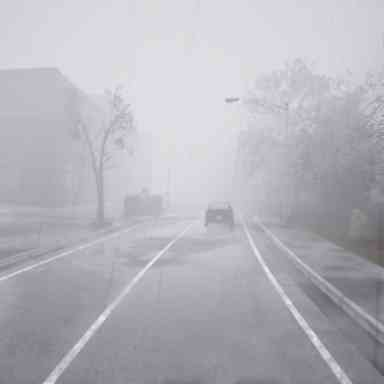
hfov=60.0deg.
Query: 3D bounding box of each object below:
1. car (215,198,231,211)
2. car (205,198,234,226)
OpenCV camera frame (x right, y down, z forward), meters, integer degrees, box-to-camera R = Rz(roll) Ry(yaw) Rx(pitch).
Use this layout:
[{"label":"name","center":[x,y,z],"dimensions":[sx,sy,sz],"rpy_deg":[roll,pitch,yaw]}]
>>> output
[{"label":"car","center":[3.929,1.527,41.377],"dimensions":[1.812,1.442,4.674],"rpy_deg":[0,0,6]},{"label":"car","center":[1.962,1.472,23.573],"dimensions":[1.882,1.535,5.008],"rpy_deg":[0,0,6]}]
